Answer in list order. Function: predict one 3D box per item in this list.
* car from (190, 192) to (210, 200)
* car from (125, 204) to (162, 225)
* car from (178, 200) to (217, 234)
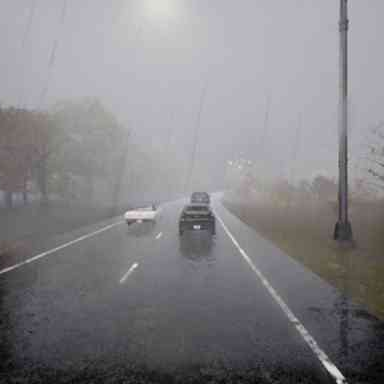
[{"bbox_3d":[0.928,0.982,38.526,2.150,2.045,5.566,0,0,0],"label":"car"},{"bbox_3d":[-3.121,1.464,22.458,1.895,1.301,4.718,0,0,1],"label":"car"},{"bbox_3d":[0.288,1.393,18.245,1.837,1.490,4.892,0,0,1],"label":"car"}]
